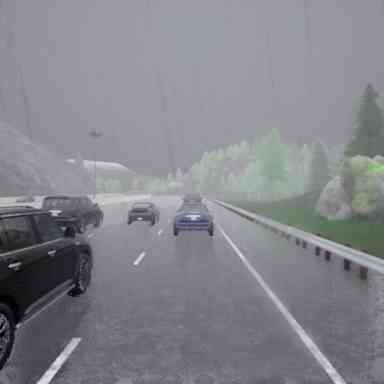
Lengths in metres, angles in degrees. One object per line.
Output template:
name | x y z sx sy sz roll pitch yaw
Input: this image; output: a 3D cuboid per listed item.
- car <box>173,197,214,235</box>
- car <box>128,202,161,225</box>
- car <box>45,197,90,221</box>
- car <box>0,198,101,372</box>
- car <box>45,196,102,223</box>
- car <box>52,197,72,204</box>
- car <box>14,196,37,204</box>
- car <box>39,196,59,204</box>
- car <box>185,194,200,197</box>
car | 0.078 1.353 18.807 2.097 1.767 4.553 0 0 0
car | -3.427 1.507 24.234 1.837 1.490 4.892 0 0 0
car | -10.431 1.356 28.318 2.097 1.767 4.553 0 0 0
car | -3.409 1.223 5.523 2.150 2.045 5.566 0 0 0
car | -6.920 1.224 19.414 2.150 2.045 5.566 0 0 0
car | -24.575 1.606 63.173 1.895 1.301 4.718 0 0 0
car | -31.573 1.511 63.170 1.837 1.490 4.892 0 0 0
car | -28.075 1.488 65.465 1.882 1.535 5.008 0 0 0
car | 0.055 1.223 38.813 2.150 2.045 5.566 0 0 0
